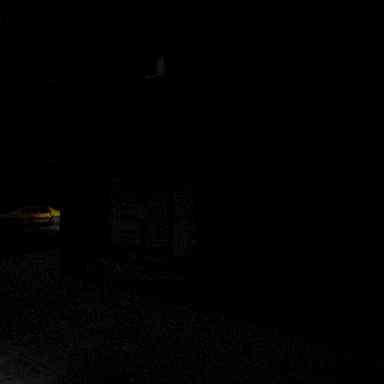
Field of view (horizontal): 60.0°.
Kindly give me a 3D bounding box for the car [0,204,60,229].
[{"bbox_3d":[-10.306,1.468,21.208,1.752,1.417,4.829,0,0,36],"label":"car"}]
